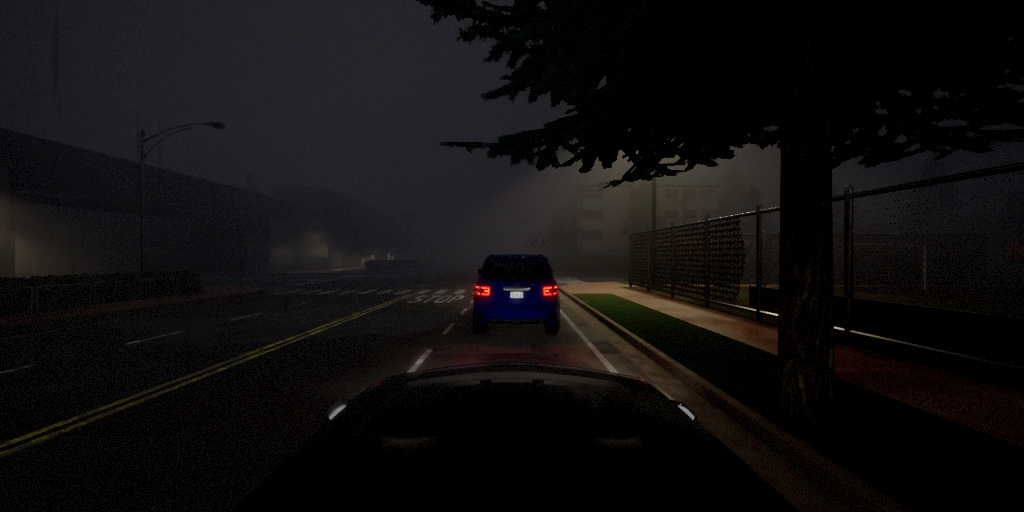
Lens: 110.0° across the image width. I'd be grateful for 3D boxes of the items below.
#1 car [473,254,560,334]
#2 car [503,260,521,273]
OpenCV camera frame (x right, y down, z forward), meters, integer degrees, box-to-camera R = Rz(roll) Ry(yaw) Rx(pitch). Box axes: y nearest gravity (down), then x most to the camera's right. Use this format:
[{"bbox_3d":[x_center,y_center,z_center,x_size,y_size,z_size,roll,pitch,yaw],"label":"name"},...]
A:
[{"bbox_3d":[0.113,0.972,10.780,2.150,2.045,5.566,0,0,0],"label":"car"},{"bbox_3d":[0.015,1.241,45.649,2.128,1.511,4.902,0,0,0],"label":"car"}]
